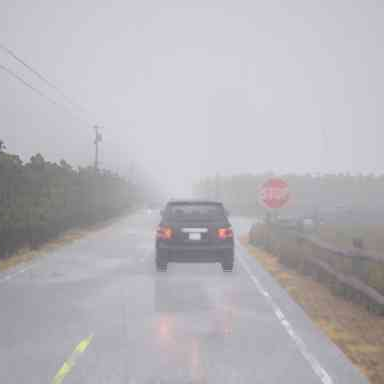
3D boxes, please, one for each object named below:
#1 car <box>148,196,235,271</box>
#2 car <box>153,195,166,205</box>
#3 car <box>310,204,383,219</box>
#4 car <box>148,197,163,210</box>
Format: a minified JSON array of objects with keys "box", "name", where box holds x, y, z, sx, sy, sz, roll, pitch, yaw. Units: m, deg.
[{"box":[0.079,1.204,10.909,2.150,2.045,5.566,0,0,0],"name":"car"},{"box":[-5.720,1.395,59.521,1.882,1.535,5.008,0,0,-1],"name":"car"},{"box":[10.845,1.515,22.426,5.357,1.411,2.033,0,0,5],"name":"car"},{"box":[-4.743,1.416,43.922,1.882,1.535,5.008,0,0,-5],"name":"car"}]
